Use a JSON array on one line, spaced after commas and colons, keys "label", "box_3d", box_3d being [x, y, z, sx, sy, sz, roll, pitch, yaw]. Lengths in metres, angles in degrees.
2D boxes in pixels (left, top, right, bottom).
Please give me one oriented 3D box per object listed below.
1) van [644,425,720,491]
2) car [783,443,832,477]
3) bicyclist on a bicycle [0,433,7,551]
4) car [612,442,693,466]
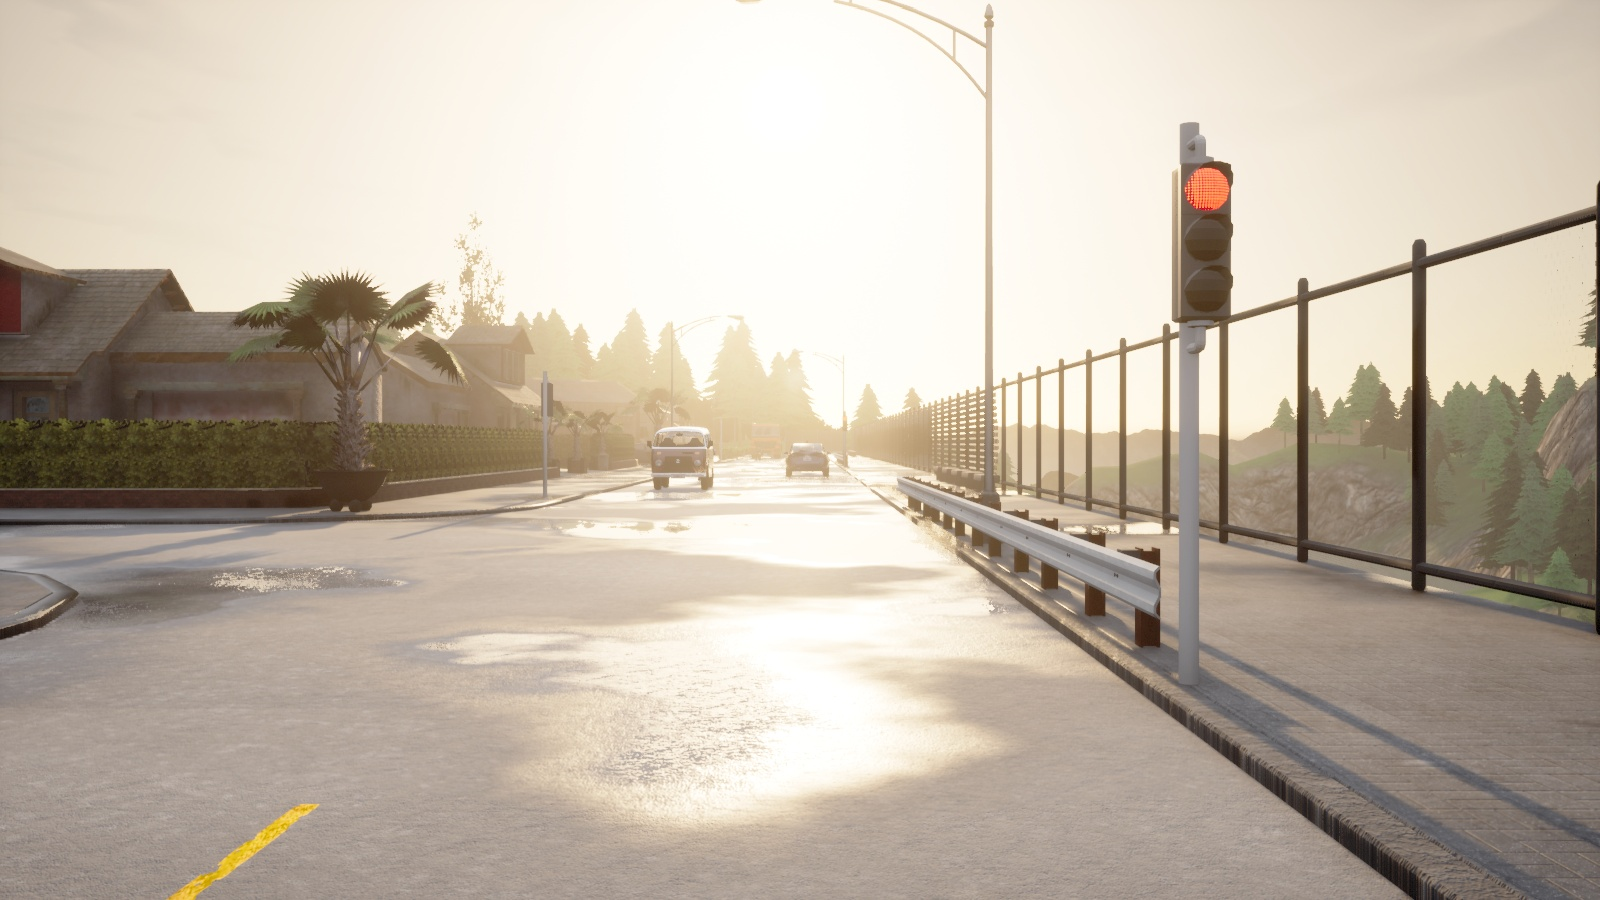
[{"label": "van", "box_3d": [-3.779, 0.236, 40.949, 2.069, 2.038, 4.480, 0, 0, 0]}, {"label": "car", "box_3d": [0.337, 0.424, 57.103, 2.163, 1.488, 4.792, 0, 0, 0]}, {"label": "bicyclist on a bicycle", "box_3d": [-11.752, 0.578, 16.973, 1.509, 1.612, 0.866, 0, 0, 2]}, {"label": "car", "box_3d": [-9.646, 0.251, 82.510, 5.008, 1.535, 1.882, 0, 0, 5]}]
